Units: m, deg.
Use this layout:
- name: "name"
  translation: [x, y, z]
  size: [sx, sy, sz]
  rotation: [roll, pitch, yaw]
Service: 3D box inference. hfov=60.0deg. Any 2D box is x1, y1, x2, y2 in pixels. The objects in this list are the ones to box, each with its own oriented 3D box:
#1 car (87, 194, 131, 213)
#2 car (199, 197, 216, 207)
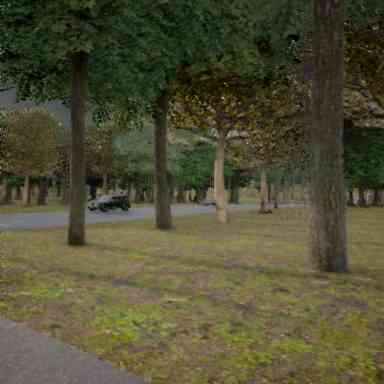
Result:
- name: "car"
  translation: [-9.581, 1.325, 38.929]
  size: [2.150, 2.045, 5.566]
  rotation: [3, 1, 32]
- name: "car"
  translation: [3.040, 1.717, 58.991]
  size: [2.097, 1.767, 4.553]
  rotation: [3, 0, 33]
